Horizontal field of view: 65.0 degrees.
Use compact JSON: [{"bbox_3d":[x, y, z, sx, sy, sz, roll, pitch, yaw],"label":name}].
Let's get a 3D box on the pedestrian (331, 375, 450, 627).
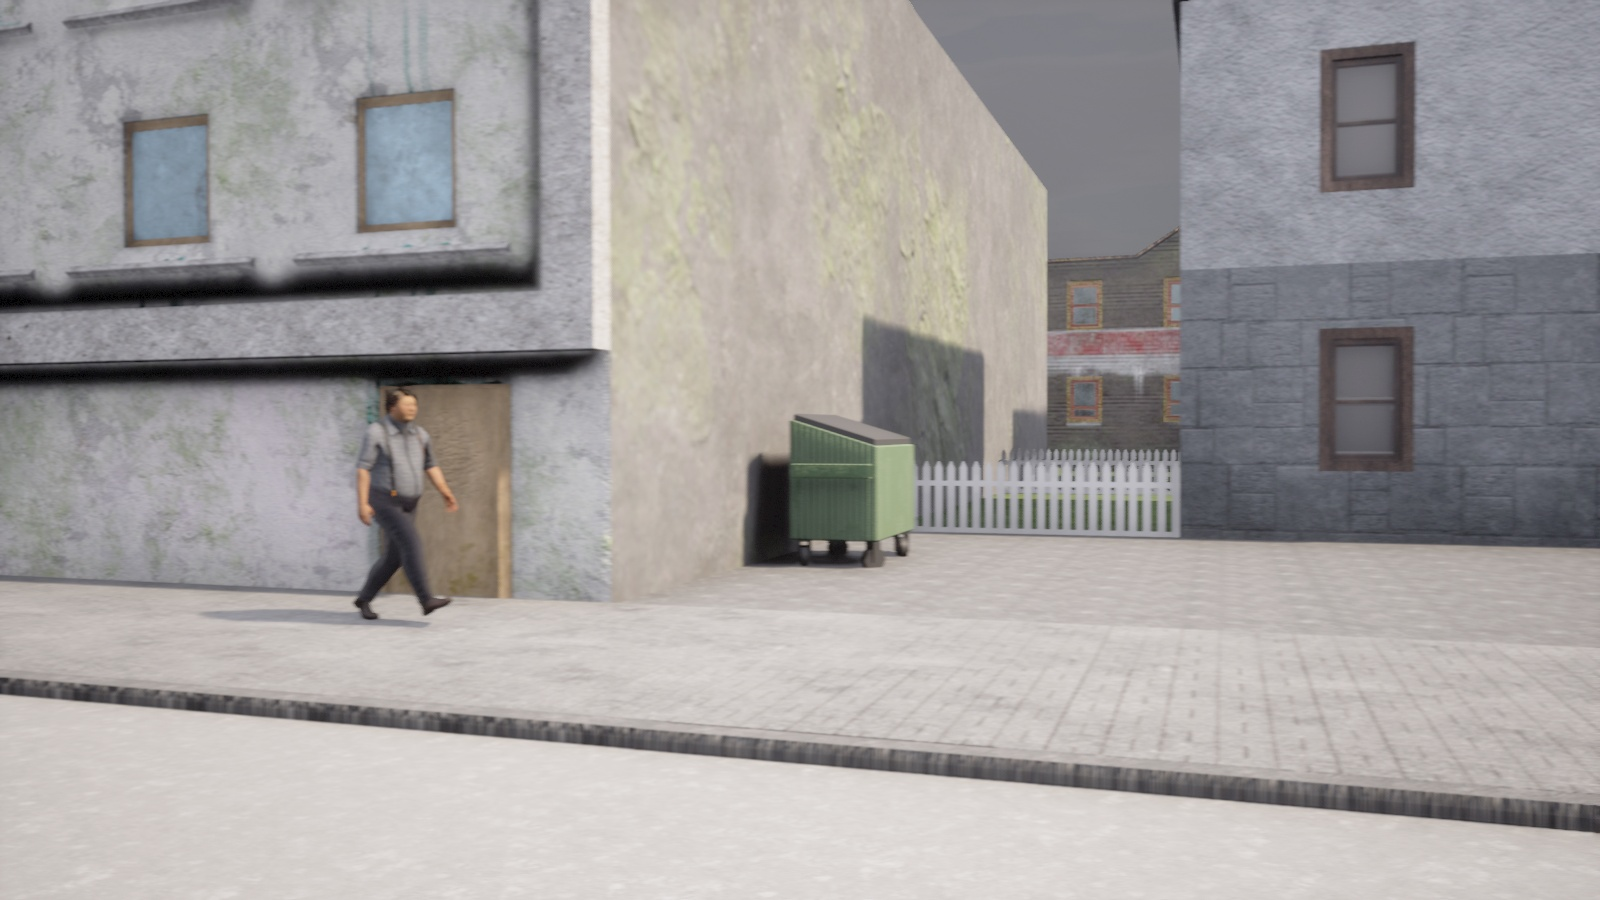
[{"bbox_3d":[-3.123,0.366,9.595,0.694,1.848,0.540,1,1,31],"label":"pedestrian"}]
